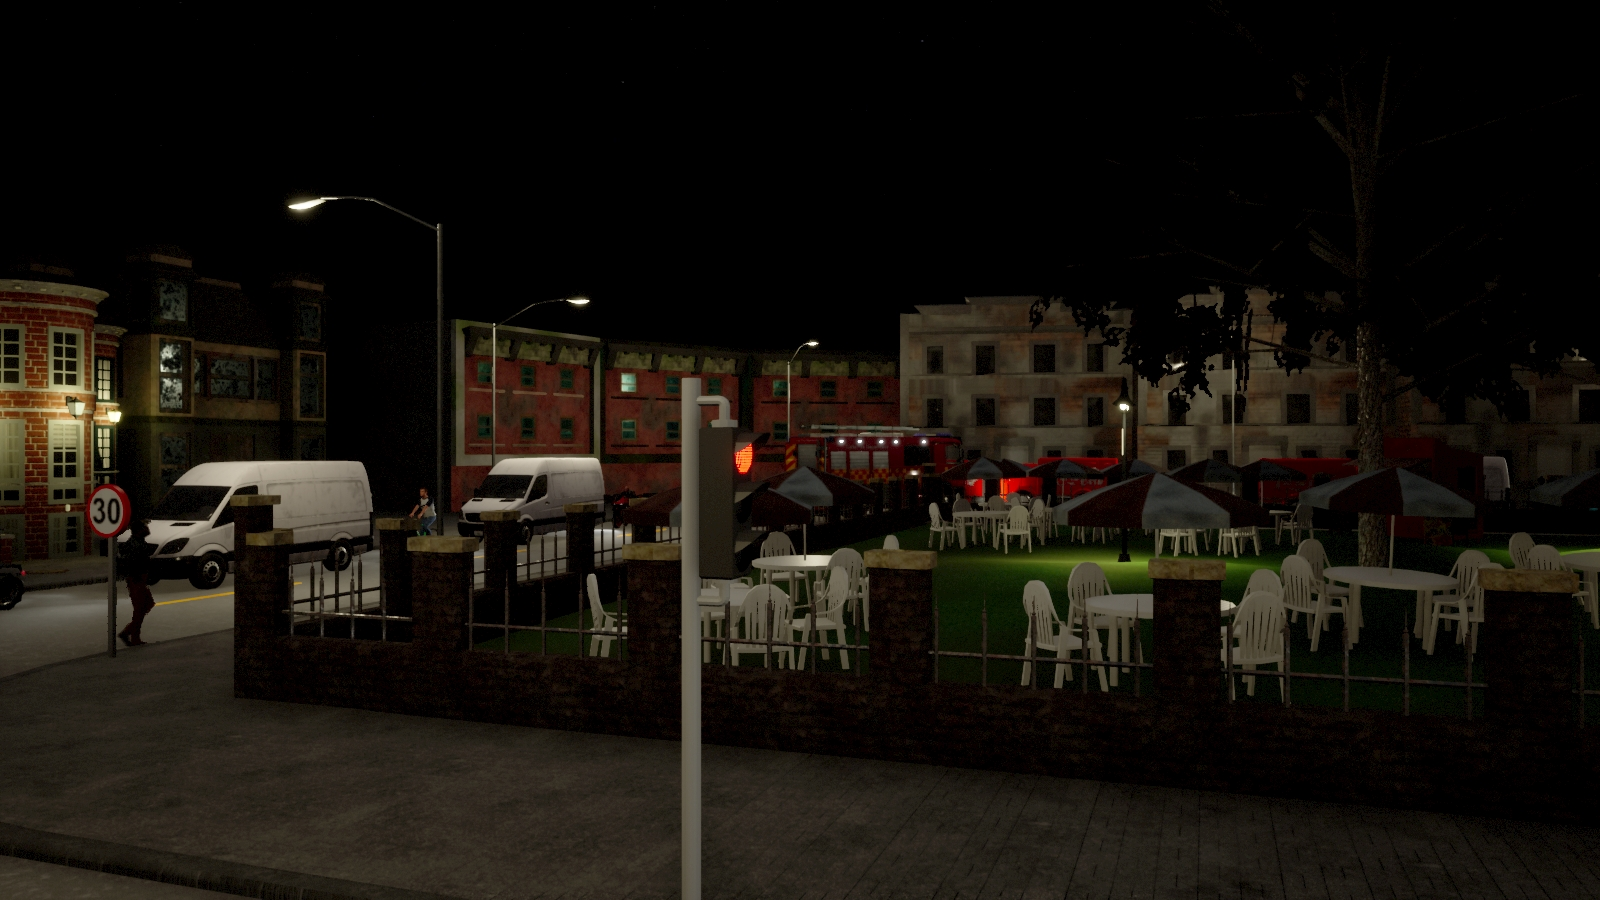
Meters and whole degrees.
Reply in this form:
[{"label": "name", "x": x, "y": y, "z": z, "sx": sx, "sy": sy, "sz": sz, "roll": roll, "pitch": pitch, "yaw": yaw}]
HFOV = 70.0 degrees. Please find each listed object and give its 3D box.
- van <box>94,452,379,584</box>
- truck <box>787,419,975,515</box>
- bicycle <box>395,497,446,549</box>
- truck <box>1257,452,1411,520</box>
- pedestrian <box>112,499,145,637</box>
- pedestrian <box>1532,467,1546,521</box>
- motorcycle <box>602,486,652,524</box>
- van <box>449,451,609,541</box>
[{"label": "van", "x": -12.115, "y": 1.315, "z": 25.192, "sx": 1.988, "sy": 2.561, "sz": 5.915, "roll": 0, "pitch": 0, "yaw": 20}, {"label": "truck", "x": 3.640, "y": 0.673, "z": 49.312, "sx": 8.468, "sy": 3.827, "sz": 2.891, "roll": 0, "pitch": 0, "yaw": -40}, {"label": "bicycle", "x": -10.162, "y": 1.936, "z": 30.641, "sx": 0.373, "sy": 1.296, "sz": 1.643, "roll": 0, "pitch": 0, "yaw": 20}, {"label": "truck", "x": 20.661, "y": 1.338, "z": 44.501, "sx": 5.204, "sy": 2.467, "sz": 2.627, "roll": 1, "pitch": 0, "yaw": 20}, {"label": "pedestrian", "x": -9.343, "y": 1.629, "z": 15.901, "sx": 0.375, "sy": 1.860, "sz": 0.375, "roll": 0, "pitch": 0, "yaw": -28}, {"label": "pedestrian", "x": 25.598, "y": 1.525, "z": 39.577, "sx": 0.375, "sy": 1.860, "sz": 0.375, "roll": 0, "pitch": 0, "yaw": 37}, {"label": "motorcycle", "x": -6.279, "y": 1.985, "z": 41.598, "sx": 0.867, "sy": 1.251, "sz": 2.209, "roll": 0, "pitch": 0, "yaw": 20}, {"label": "van", "x": -8.336, "y": 1.314, "z": 35.864, "sx": 1.988, "sy": 2.561, "sz": 5.915, "roll": 0, "pitch": 0, "yaw": 20}]
